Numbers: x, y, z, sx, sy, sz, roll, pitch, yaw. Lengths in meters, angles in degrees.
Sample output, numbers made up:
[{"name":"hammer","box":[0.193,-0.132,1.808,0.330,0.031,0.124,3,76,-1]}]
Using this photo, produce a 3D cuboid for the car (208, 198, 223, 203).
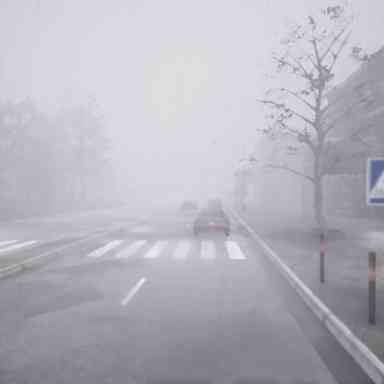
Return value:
[{"name":"car","box":[3.017,1.546,44.161,2.128,1.511,4.902,0,0,4]}]

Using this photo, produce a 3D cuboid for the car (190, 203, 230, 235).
[{"name":"car","box":[1.159,1.589,19.083,1.994,1.385,4.181,0,0,5]}]

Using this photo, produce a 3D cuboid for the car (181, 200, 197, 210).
[{"name":"car","box":[-0.273,1.637,43.711,1.895,1.301,4.718,0,0,4]}]
